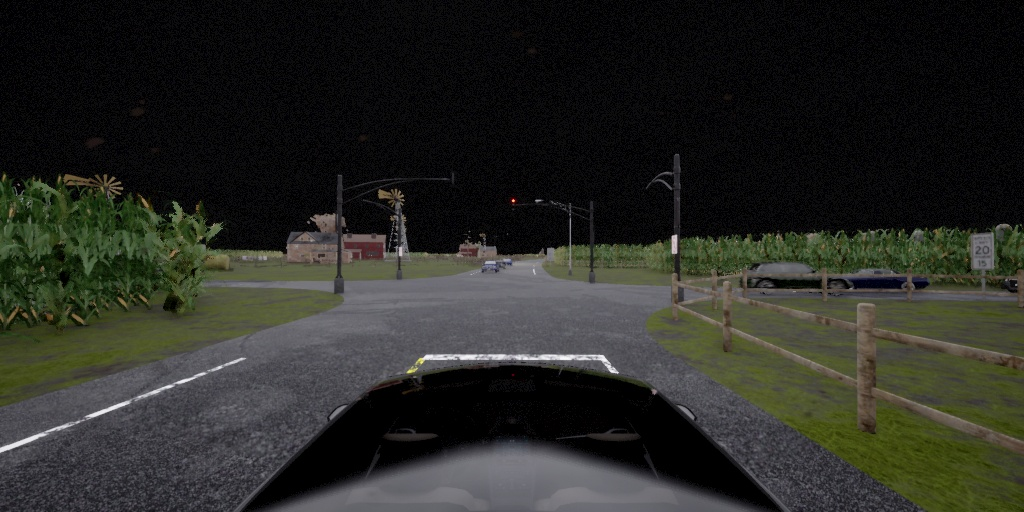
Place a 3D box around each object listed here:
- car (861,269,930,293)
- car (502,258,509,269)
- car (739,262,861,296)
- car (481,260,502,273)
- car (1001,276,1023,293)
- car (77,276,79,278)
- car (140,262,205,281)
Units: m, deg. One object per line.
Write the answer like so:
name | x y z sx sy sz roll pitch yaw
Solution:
car | 20.380 1.401 20.606 4.718 1.301 1.895 0 -1 9
car | -2.033 1.302 54.842 1.994 1.385 4.181 0 0 3
car | 14.678 1.108 18.775 4.553 1.767 2.097 0 -1 11
car | -2.598 1.271 43.938 1.812 1.442 4.674 0 0 3
car | 29.348 1.377 19.058 4.181 1.385 1.994 0 -1 10
car | -34.006 1.293 26.943 4.718 1.301 1.895 0 -1 9
car | -24.191 1.195 25.293 4.902 1.511 2.128 0 -1 9
